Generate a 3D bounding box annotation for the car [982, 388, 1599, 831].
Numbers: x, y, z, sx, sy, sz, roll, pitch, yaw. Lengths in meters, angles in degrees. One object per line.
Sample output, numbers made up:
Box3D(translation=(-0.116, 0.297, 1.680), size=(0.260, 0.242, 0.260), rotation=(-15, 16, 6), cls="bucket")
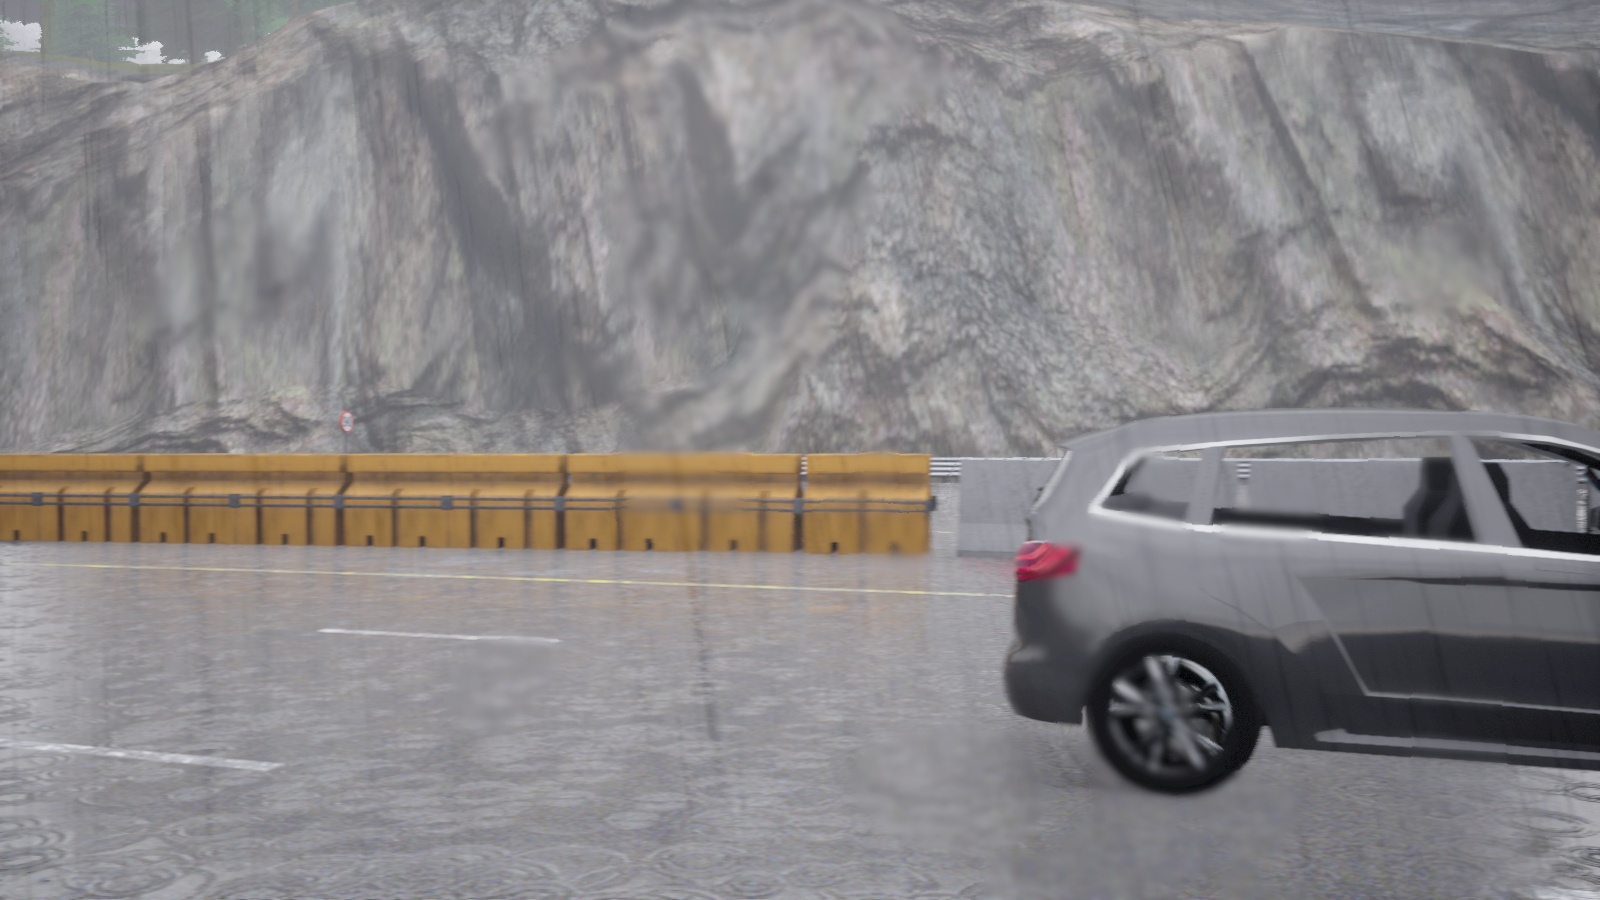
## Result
Box3D(translation=(3.352, 0.588, 5.789), size=(4.611, 1.667, 2.242), rotation=(1, 1, 20), cls="car")
